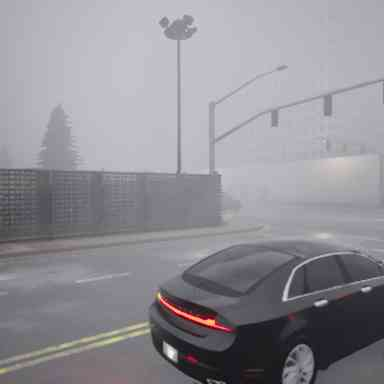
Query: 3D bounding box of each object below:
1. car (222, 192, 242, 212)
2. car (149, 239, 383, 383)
[{"bbox_3d":[2.902,1.035,35.730,2.150,2.045,5.566,0,1,-35],"label":"car"},{"bbox_3d":[1.741,1.482,5.035,4.892,1.490,1.837,0,0,-35],"label":"car"}]
